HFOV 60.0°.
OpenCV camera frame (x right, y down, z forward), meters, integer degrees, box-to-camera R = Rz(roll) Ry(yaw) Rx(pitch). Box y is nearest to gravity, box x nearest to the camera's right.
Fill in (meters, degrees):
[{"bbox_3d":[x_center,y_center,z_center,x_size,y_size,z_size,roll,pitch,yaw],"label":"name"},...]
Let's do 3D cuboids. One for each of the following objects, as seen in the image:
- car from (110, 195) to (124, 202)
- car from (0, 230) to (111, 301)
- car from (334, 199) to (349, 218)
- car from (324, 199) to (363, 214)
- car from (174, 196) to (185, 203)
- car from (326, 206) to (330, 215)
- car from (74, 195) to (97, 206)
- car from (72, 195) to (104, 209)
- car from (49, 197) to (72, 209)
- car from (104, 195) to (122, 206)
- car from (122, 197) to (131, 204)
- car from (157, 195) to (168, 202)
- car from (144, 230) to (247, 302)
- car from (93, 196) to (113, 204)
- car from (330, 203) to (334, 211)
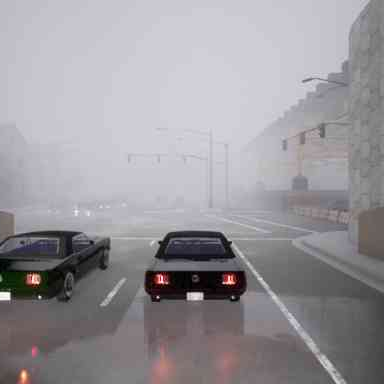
[{"bbox_3d":[-16.535,1.478,73.733,1.882,1.535,5.008,0,0,1],"label":"car"},{"bbox_3d":[-3.423,1.601,8.247,1.895,1.301,4.718,0,0,0],"label":"car"},{"bbox_3d":[13.973,1.295,26.113,1.853,1.218,4.536,0,0,-35],"label":"car"},{"bbox_3d":[14.086,1.295,30.799,4.536,1.218,1.853,0,0,-45],"label":"car"},{"bbox_3d":[-2.643,1.564,69.309,1.994,1.385,4.181,0,0,1],"label":"car"},{"bbox_3d":[14.050,1.453,30.763,4.974,1.542,2.038,0,0,-45],"label":"car"},{"bbox_3d":[-17.131,1.352,53.705,2.097,1.767,4.553,0,0,2],"label":"car"},{"bbox_3d":[-13.864,1.478,44.707,1.882,1.535,5.008,0,0,2],"label":"car"},{"bbox_3d":[-17.370,1.491,44.504,2.128,1.511,4.902,0,0,2],"label":"car"},{"bbox_3d":[-13.607,1.547,54.530,2.033,1.411,5.357,0,0,2],"label":"car"},{"bbox_3d":[-13.292,1.601,64.834,1.895,1.301,4.718,0,0,2],"label":"car"},{"bbox_3d":[-6.142,1.367,69.397,1.994,1.385,4.181,0,0,1],"label":"car"},{"bbox_3d":[0.077,1.601,8.238,1.895,1.301,4.718,0,0,0],"label":"car"},{"bbox_3d":[-16.841,1.547,63.284,2.033,1.411,5.357,0,0,2],"label":"car"},{"bbox_3d":[13.943,1.453,26.156,2.038,1.542,4.974,0,0,-35],"label":"car"}]
